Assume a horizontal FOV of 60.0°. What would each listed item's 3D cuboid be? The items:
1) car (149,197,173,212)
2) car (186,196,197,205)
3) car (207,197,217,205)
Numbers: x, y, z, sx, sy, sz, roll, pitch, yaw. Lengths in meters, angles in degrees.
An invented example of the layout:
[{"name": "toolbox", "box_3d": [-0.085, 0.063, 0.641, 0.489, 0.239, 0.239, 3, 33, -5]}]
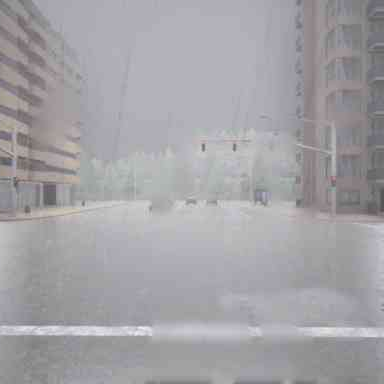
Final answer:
[{"name": "car", "box_3d": [-3.655, 1.356, 38.355, 2.097, 1.767, 4.553, 0, 0, 0]}, {"name": "car", "box_3d": [-0.088, 1.532, 60.089, 1.812, 1.442, 4.674, 0, 0, 0]}, {"name": "car", "box_3d": [3.615, 1.554, 60.359, 2.033, 1.411, 5.357, 0, 0, 3]}]
